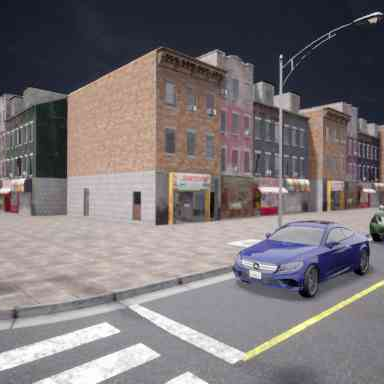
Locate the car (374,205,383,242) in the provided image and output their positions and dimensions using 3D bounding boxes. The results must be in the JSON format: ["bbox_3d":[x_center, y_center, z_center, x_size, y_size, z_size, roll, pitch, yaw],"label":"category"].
[{"bbox_3d":[10.188,1.192,15.270,5.566,2.045,2.150,0,0,-42],"label":"car"}]

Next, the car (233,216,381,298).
[{"bbox_3d":[3.061,1.502,8.677,4.674,1.442,1.812,0,0,-43],"label":"car"}]
